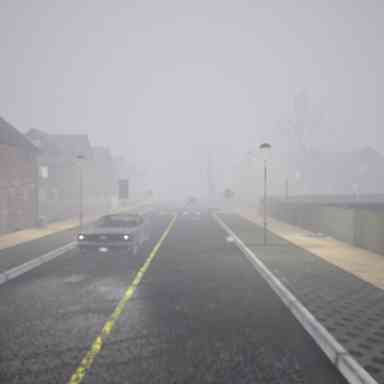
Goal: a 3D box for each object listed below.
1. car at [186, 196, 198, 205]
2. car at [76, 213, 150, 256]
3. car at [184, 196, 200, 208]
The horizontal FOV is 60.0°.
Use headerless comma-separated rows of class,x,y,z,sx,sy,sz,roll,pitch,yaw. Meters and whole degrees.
car,0.004,1.294,52.918,1.895,1.301,4.718,0,0,0
car,-2.827,1.524,12.825,1.895,1.301,4.718,0,0,0
car,0.003,1.275,42.753,1.812,1.442,4.674,0,0,0
